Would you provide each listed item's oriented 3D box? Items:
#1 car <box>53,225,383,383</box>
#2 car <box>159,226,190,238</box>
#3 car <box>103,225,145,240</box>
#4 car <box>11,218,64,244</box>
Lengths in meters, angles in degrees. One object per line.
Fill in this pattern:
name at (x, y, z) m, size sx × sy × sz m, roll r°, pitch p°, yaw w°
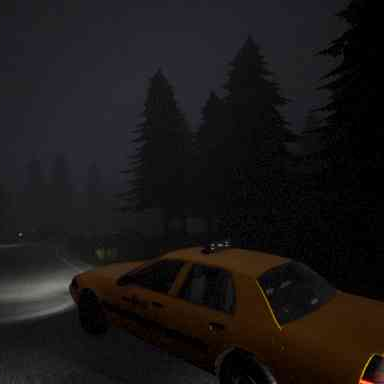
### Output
car at (0.143, 1.440, 4.734) m, size 5.366 × 1.575 × 1.801 m, roll 0°, pitch 1°, yaw 43°
car at (-2.326, 5.541, 46.260) m, size 1.882 × 1.535 × 5.008 m, roll -5°, pitch -8°, yaw 30°
car at (-7.442, 4.508, 36.950) m, size 2.033 × 1.411 × 5.357 m, roll -4°, pitch -8°, yaw 20°
car at (-12.751, 3.222, 28.106) m, size 2.150 × 2.045 × 5.566 m, roll -4°, pitch -7°, yaw 7°
